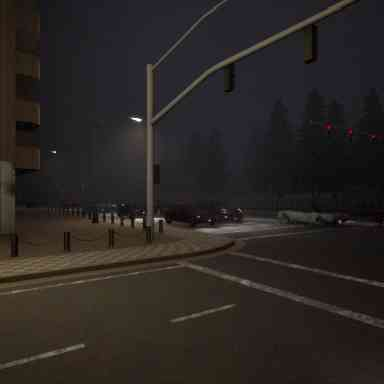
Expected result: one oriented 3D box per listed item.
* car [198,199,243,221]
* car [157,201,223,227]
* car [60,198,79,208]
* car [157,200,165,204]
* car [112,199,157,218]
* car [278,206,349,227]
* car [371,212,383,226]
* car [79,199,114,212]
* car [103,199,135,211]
[{"bbox_3d":[1.919,1.407,26.478,2.097,1.767,4.553,0,0,-36],"label":"car"},{"bbox_3d":[-0.262,1.581,23.547,1.812,1.442,4.674,0,0,-37],"label":"car"},{"bbox_3d":[-17.227,1.533,47.148,1.882,1.535,5.008,0,0,-35],"label":"car"},{"bbox_3d":[-3.316,1.547,33.749,2.128,1.511,4.902,0,0,-36],"label":"car"},{"bbox_3d":[-5.378,1.619,30.617,1.994,1.385,4.181,0,0,-36],"label":"car"},{"bbox_3d":[8.465,1.658,23.726,1.895,1.301,4.718,0,0,-36],"label":"car"},{"bbox_3d":[14.363,1.648,21.526,1.895,1.301,4.718,0,0,-36],"label":"car"},{"bbox_3d":[-11.119,1.656,38.602,1.895,1.301,4.718,0,0,-36],"label":"car"},{"bbox_3d":[-9.362,1.603,42.156,2.033,1.411,5.357,0,0,-35],"label":"car"}]
